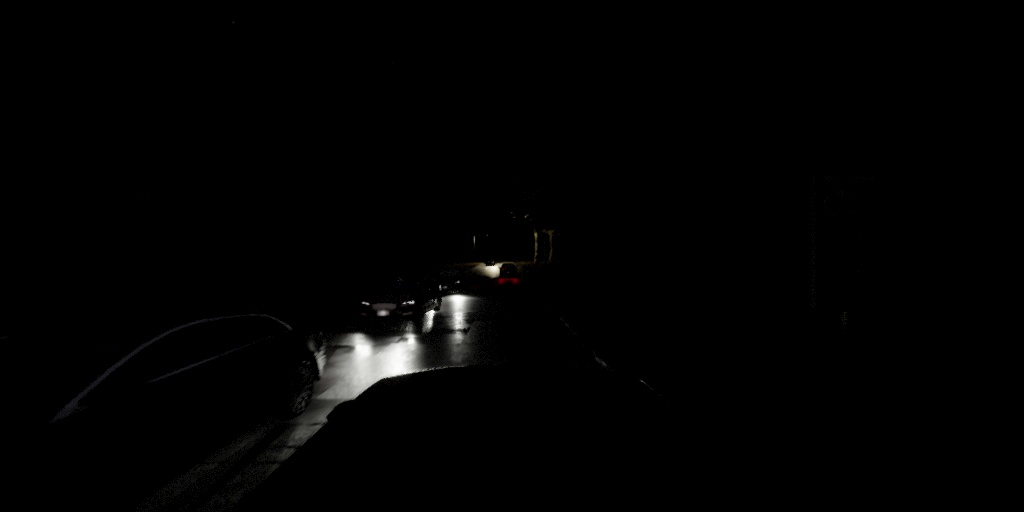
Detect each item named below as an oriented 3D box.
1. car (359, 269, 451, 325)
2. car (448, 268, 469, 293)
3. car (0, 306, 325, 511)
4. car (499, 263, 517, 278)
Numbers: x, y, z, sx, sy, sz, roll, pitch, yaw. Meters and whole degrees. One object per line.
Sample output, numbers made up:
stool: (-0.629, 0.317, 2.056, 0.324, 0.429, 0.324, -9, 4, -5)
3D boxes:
car: (-3.718, 1.401, 12.721, 2.128, 1.511, 4.902, 0, -1, -1)
car: (-3.867, 1.525, 23.002, 1.812, 1.442, 4.674, 0, 0, -1)
car: (-3.582, 1.289, 3.198, 2.128, 1.511, 4.902, 0, -1, -1)
car: (-0.416, 1.559, 39.218, 1.882, 1.535, 5.008, 0, 0, -1)
